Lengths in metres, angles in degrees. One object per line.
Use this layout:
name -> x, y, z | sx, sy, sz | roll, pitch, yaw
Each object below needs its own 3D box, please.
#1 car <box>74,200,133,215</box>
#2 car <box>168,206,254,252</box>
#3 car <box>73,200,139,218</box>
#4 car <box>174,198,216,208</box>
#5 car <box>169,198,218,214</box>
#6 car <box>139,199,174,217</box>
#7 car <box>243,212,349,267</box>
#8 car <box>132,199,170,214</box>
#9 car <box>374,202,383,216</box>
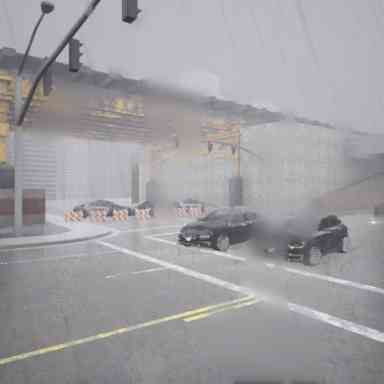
car -> -7.595, 1.295, 28.805 | 4.536, 1.218, 1.853 | 0, 0, 8
car -> 1.537, 1.505, 14.096 | 1.837, 1.490, 4.892 | 1, 1, 44
car -> -7.544, 1.453, 28.798 | 4.974, 1.542, 2.038 | 0, 0, 8
car -> 0.056, 1.295, 35.241 | 4.536, 1.218, 1.853 | 0, 0, -7
car -> 0.108, 1.452, 35.247 | 4.974, 1.542, 2.038 | 0, 0, -7
car -> -3.800, 1.452, 31.485 | 2.038, 1.542, 4.974 | 0, 0, 18
car -> 3.993, 1.505, 11.656 | 1.837, 1.490, 4.892 | 1, 1, 42
car -> -3.784, 1.295, 31.535 | 1.853, 1.218, 4.536 | 0, 0, 18
car -> 19.020, 1.477, 31.348 | 5.008, 1.535, 1.882 | 0, 0, -37
